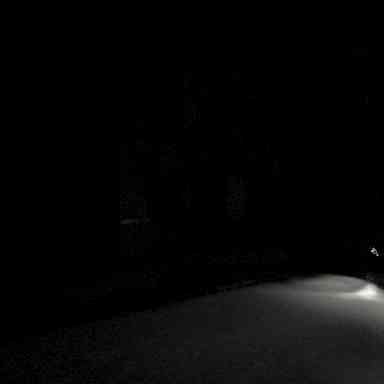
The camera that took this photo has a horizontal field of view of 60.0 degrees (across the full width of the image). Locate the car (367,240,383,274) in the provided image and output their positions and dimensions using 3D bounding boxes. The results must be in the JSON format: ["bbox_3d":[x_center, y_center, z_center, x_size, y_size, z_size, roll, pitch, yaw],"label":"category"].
[{"bbox_3d":[6.883,1.536,9.491,4.674,1.442,1.812,0,0,-36],"label":"car"}]
